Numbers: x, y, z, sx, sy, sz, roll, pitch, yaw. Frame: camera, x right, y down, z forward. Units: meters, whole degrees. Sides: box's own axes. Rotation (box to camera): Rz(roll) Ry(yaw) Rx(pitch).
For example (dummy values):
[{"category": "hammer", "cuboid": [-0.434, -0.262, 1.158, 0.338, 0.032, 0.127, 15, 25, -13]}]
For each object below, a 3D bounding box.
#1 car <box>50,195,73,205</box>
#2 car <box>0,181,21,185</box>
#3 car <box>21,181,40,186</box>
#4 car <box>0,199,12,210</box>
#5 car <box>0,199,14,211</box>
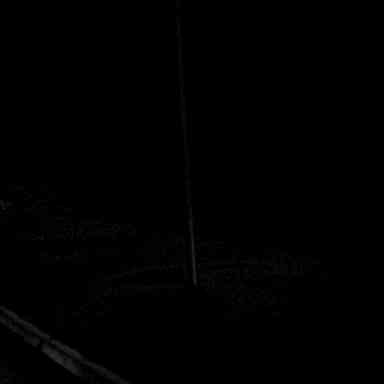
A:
[{"category": "car", "cuboid": [-22.587, 1.373, 57.667, 2.097, 1.767, 4.553, -4, -1, 11]}, {"category": "car", "cuboid": [-43.972, -1.864, 78.760, 2.097, 1.535, 5.008, -5, -3, 25]}, {"category": "car", "cuboid": [-41.776, -1.865, 83.830, 2.185, 1.767, 4.553, -5, -3, 23]}, {"category": "car", "cuboid": [-27.013, 1.824, 45.970, 1.994, 1.385, 4.181, -4, 0, 0]}, {"category": "car", "cuboid": [-22.031, 1.519, 38.027, 1.812, 1.442, 4.674, -3, 0, -8]}]
